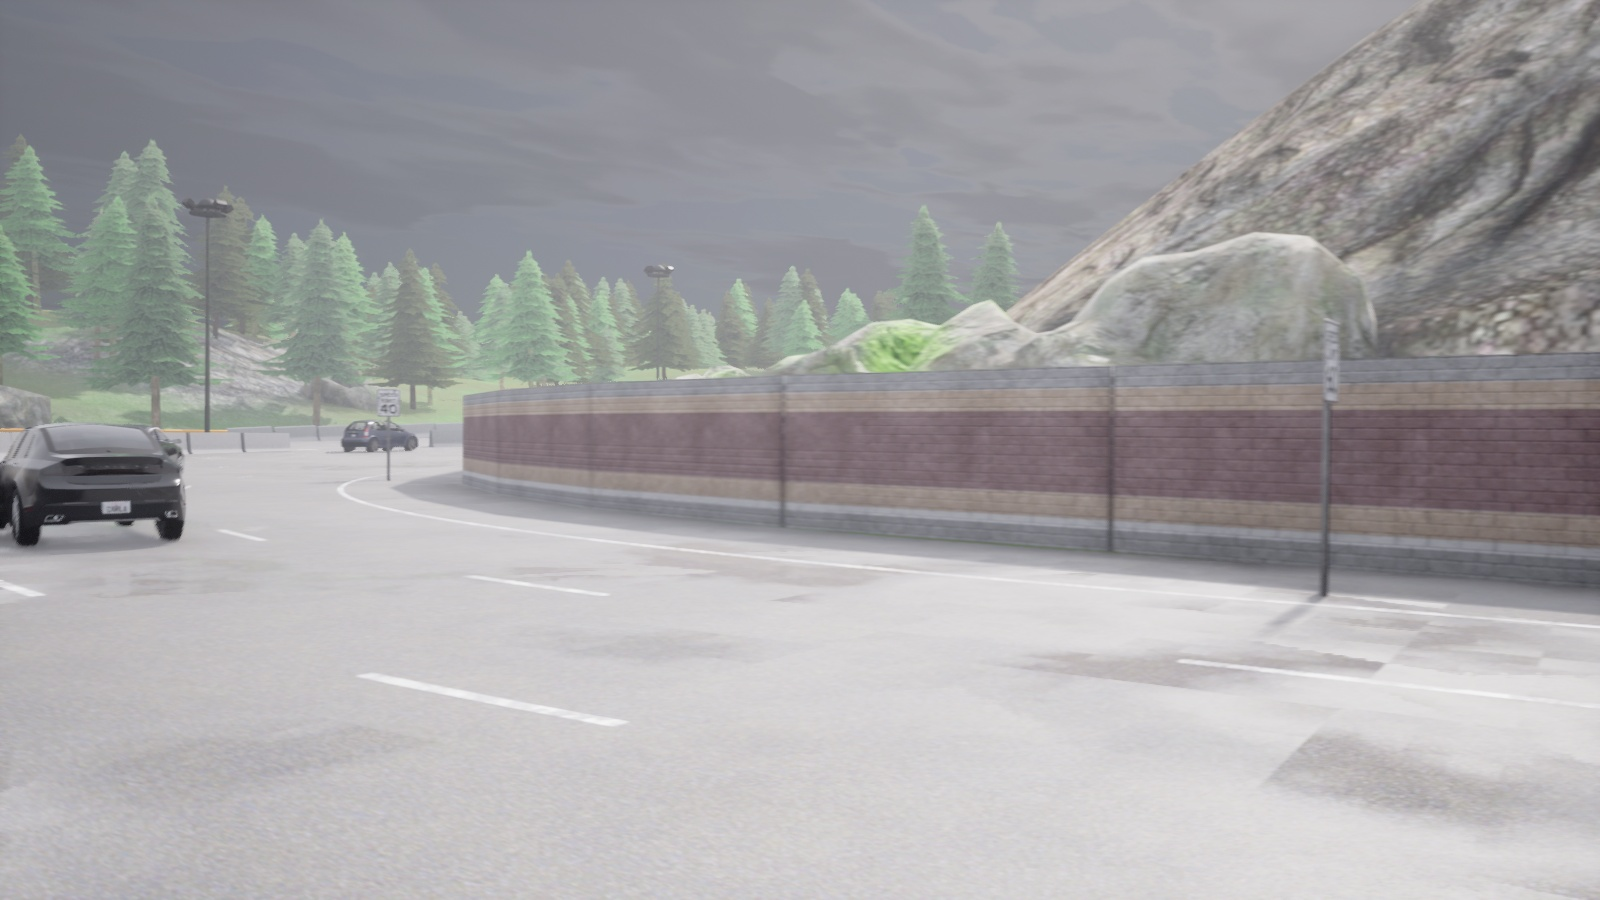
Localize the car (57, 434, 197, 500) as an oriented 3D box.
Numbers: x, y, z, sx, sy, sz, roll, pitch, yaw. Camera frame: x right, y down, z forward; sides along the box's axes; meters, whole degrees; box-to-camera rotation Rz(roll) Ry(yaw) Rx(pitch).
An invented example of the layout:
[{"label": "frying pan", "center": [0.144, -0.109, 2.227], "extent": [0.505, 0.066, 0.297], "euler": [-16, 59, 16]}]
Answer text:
[{"label": "car", "center": [-16.998, 0.370, 31.995], "extent": [2.128, 1.511, 4.902], "euler": [-1, 1, -16]}]

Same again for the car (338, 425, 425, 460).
[{"label": "car", "center": [-20.863, -0.381, 62.763], "extent": [1.851, 1.617, 3.988], "euler": [0, 2, 24]}]

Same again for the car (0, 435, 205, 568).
[{"label": "car", "center": [-9.647, 0.577, 16.917], "extent": [1.837, 1.490, 4.892], "euler": [-2, 1, -39]}]
